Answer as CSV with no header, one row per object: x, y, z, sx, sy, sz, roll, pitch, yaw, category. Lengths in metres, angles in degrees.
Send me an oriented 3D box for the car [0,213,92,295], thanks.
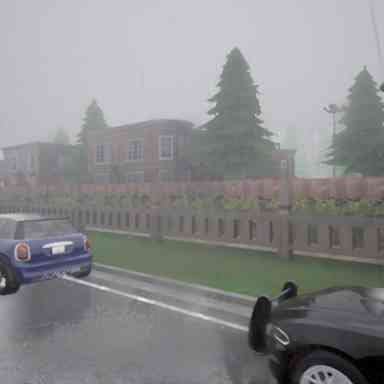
-4.741,1.345,8.963,4.553,1.767,2.097,0,0,38,car

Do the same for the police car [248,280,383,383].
3.023,1.426,2.885,5.238,1.638,1.930,0,0,38,police car
